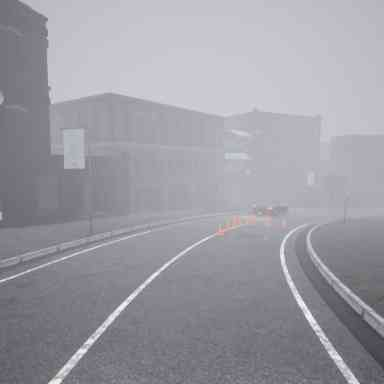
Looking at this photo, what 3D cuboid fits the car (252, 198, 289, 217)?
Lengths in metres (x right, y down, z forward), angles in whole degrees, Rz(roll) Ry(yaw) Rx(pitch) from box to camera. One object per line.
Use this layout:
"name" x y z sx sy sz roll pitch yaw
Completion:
"car" 7.514 1.350 31.577 2.097 1.767 4.553 4 2 38

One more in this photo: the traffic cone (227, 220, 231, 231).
"traffic cone" 2.064 1.926 19.200 0.340 0.580 0.340 2 1 18

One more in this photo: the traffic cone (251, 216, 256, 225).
"traffic cone" 4.209 1.959 22.709 0.340 0.580 0.340 2 1 17

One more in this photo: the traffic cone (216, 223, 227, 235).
"traffic cone" 1.464 1.926 17.292 0.340 0.580 0.340 2 0 17

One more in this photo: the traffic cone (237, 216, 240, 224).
"traffic cone" 2.665 1.926 21.107 0.340 0.580 0.340 2 1 17

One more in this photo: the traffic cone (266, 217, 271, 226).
"traffic cone" 5.163 1.994 22.414 0.340 0.580 0.340 2 1 17
